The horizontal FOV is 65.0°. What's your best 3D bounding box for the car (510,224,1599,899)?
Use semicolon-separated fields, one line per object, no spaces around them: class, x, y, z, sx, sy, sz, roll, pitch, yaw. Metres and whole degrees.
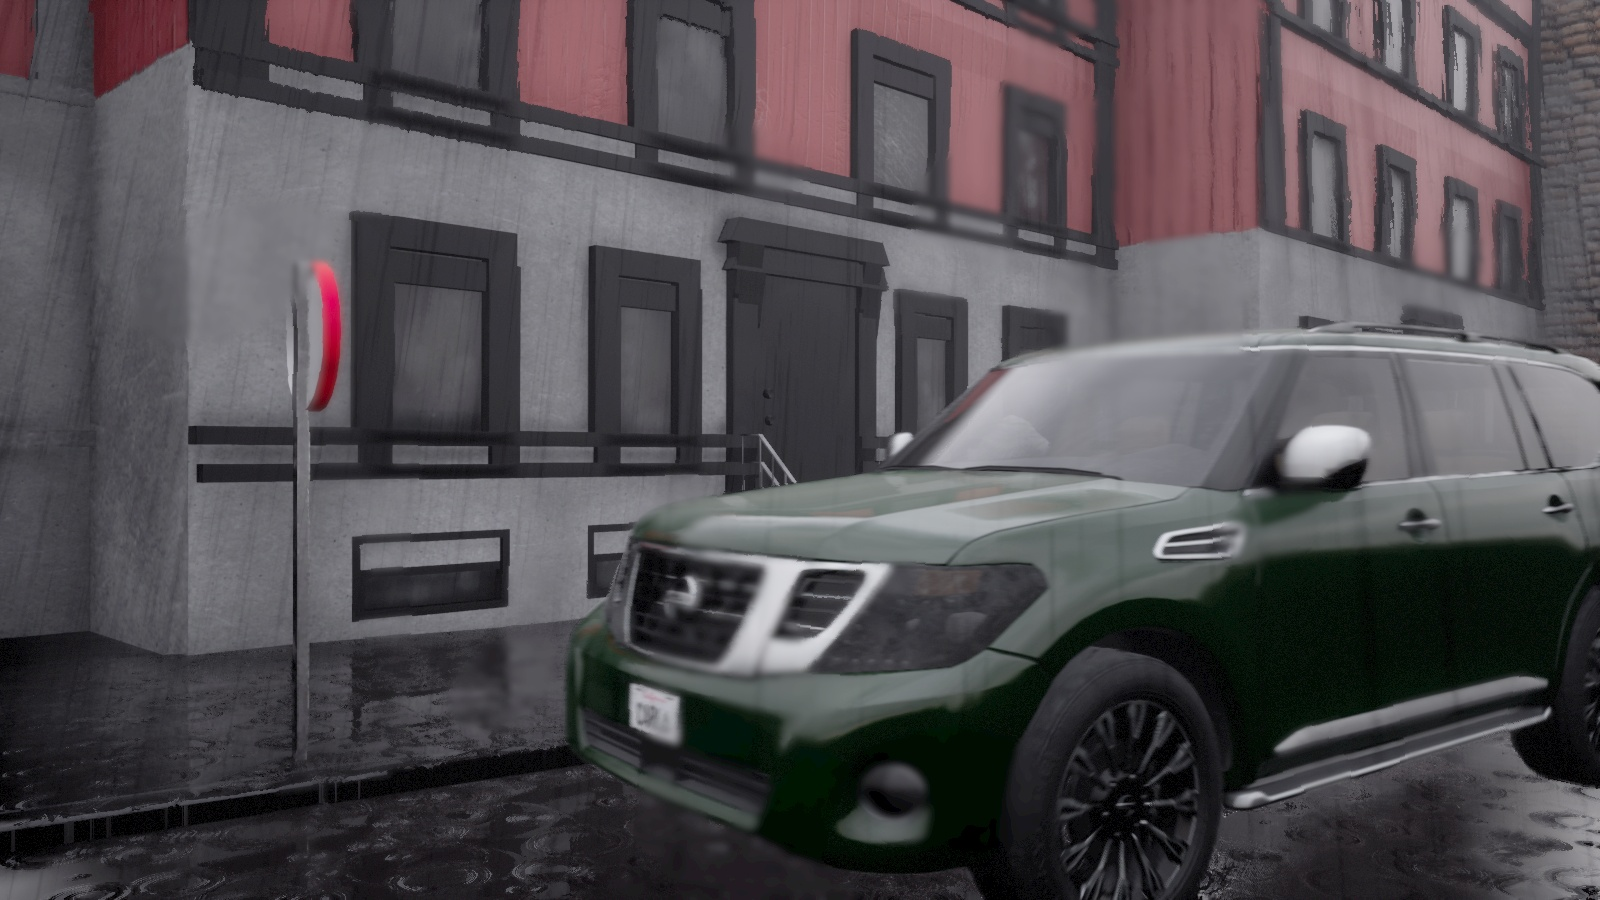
car;1.779;0.474;5.564;5.566;2.045;2.150;0;0;-36
